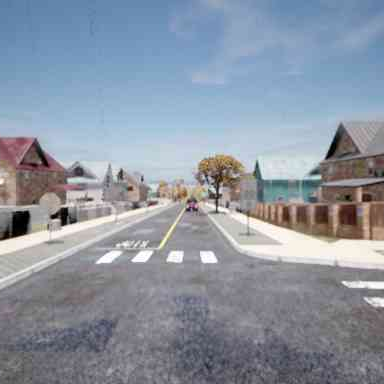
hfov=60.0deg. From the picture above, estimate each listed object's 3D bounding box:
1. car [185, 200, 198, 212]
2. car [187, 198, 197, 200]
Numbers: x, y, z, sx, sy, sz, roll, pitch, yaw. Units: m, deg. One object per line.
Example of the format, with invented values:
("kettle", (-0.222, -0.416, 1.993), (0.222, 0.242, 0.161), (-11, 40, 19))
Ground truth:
("car", (-0.030, 2.310, 50.236), (1.895, 1.301, 4.718), (0, -1, 0))
("car", (-0.036, 2.108, 60.261), (2.150, 2.045, 5.566), (0, -1, 0))
